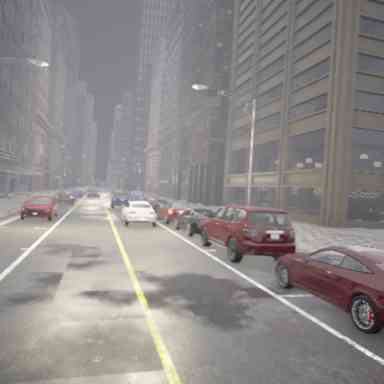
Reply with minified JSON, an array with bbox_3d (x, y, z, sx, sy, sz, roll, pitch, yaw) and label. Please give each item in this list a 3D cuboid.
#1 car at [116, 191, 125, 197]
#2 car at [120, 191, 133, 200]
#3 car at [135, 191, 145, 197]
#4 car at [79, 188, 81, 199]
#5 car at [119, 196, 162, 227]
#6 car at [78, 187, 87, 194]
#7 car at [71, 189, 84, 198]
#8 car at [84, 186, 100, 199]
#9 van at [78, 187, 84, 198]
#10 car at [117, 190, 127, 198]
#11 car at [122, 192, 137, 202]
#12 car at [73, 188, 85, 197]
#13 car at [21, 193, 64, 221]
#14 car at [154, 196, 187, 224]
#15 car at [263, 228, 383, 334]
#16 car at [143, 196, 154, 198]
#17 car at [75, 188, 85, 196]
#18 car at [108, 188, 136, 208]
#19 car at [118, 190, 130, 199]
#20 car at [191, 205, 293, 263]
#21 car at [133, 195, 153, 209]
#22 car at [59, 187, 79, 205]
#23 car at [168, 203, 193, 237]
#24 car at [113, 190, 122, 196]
[{"bbox_3d":[-16.586,0.398,77.017,1.802,1.307,4.206,3,0,-16],"label":"car"},{"bbox_3d":[-11.977,0.675,60.859,1.887,1.381,4.507,3,0,-16],"label":"car"},{"bbox_3d":[-4.293,1.095,33.927,1.967,1.590,4.097,3,0,-16],"label":"car"},{"bbox_3d":[-15.550,0.507,42.348,1.887,1.381,4.507,3,0,-16],"label":"car"},{"bbox_3d":[-3.375,1.268,20.855,1.812,1.442,4.674,3,0,-16],"label":"car"},{"bbox_3d":[-26.294,-0.331,80.054,1.967,1.590,4.097,3,0,-16],"label":"car"},{"bbox_3d":[-20.157,0.192,58.508,1.887,1.381,4.507,3,0,-16],"label":"car"},{"bbox_3d":[-16.831,0.202,56.950,2.097,1.767,4.553,3,0,-16],"label":"car"},{"bbox_3d":[-18.610,0.094,53.121,1.690,1.788,3.998,3,0,-16],"label":"van"},{"bbox_3d":[-15.093,0.443,71.794,1.752,1.417,4.829,3,0,-16],"label":"car"},{"bbox_3d":[-10.441,0.780,55.472,1.887,1.381,4.507,3,0,-16],"label":"car"},{"bbox_3d":[-21.693,0.087,63.894,1.887,1.381,4.507,3,0,-16],"label":"car"},{"bbox_3d":[-9.408,0.927,20.802,1.887,1.381,4.507,3,0,-16],"label":"car"},{"bbox_3d":[-1.222,1.306,23.155,1.967,1.590,4.097,3,0,-16],"label":"car"},{"bbox_3d":[3.377,1.764,6.997,1.802,1.307,4.206,3,0,-16],"label":"car"},{"bbox_3d":[-2.764,1.326,28.541,1.947,1.339,4.313,3,0,-16],"label":"car"},{"bbox_3d":[-23.181,-0.034,69.117,1.752,1.417,4.829,3,0,-16],"label":"car"},{"bbox_3d":[-7.690,0.798,36.062,2.097,1.767,4.553,3,0,-16],"label":"car"},{"bbox_3d":[-13.507,0.466,66.244,1.967,1.590,4.097,3,0,-16],"label":"car"},{"bbox_3d":[1.856,1.391,12.382,2.192,1.841,5.009,3,0,-16],"label":"car"},{"bbox_3d":[-5.836,1.132,39.314,1.802,1.307,4.206,3,0,-16],"label":"car"},{"bbox_3d":[-14.009,0.507,36.961,1.967,1.590,4.097,3,0,-16],"label":"car"},{"bbox_3d":[0.307,1.536,17.769,1.947,1.339,4.313,3,0,-16],"label":"car"},{"bbox_3d":[-19.655,0.151,87.789,1.887,1.381,4.507,3,0,-16],"label":"car"}]
